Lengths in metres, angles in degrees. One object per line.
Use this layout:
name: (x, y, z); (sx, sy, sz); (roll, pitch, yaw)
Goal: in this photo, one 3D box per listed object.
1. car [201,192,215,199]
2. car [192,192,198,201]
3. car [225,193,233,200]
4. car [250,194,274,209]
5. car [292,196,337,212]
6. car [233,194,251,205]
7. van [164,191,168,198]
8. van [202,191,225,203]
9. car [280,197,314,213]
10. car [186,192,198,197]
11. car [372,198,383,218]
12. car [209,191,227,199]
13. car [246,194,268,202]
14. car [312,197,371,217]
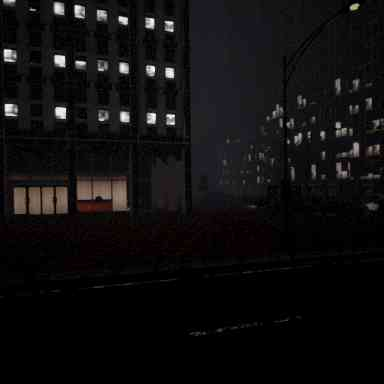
car: (3.807, 0.707, 80.310); (1.967, 1.590, 4.097); (0, 1, -20)
car: (-0.257, 1.057, 66.789); (2.008, 1.369, 4.403); (0, 1, -20)
car: (7.635, 0.955, 69.609); (1.802, 1.307, 4.206); (0, 1, -20)
car: (9.260, 1.332, 40.013); (1.947, 1.339, 4.313); (0, 1, -20)
car: (13.325, 1.244, 36.466); (1.882, 1.535, 5.008); (-1, 1, -20)
car: (8.546, 1.116, 49.894); (1.882, 1.535, 5.008); (-1, 1, -20)
van: (-5.997, 0.687, 82.842); (1.690, 1.788, 3.998); (0, 1, -20)
van: (3.570, 0.953, 56.083); (1.690, 1.788, 3.998); (0, 1, -20)
car: (11.118, 1.400, 34.643); (1.802, 1.307, 4.206); (0, 1, -20)
car: (-0.020, 0.711, 91.015); (2.008, 1.369, 4.403); (0, 1, -20)
car: (17.017, 1.218, 26.036); (2.097, 1.767, 4.553); (-1, 1, -19)
car: (5.720, 0.635, 74.958); (2.192, 1.841, 5.009); (0, 1, -20)
car: (11.461, 1.060, 58.905); (1.802, 1.307, 4.206); (0, 1, -20)
car: (13.015, 1.435, 29.283); (1.947, 1.339, 4.313); (0, 1, -20)
